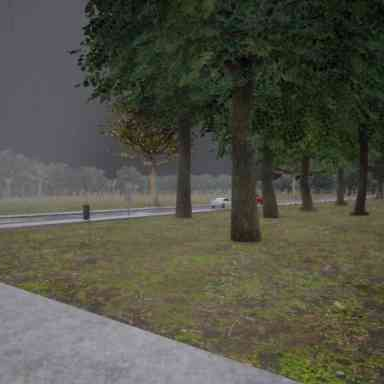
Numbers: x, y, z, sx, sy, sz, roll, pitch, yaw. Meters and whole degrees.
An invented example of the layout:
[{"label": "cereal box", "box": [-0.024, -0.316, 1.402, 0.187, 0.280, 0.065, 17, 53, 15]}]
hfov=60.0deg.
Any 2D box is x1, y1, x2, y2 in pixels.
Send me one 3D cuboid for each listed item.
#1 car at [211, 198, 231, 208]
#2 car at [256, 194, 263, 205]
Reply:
[{"label": "car", "box": [4.455, 1.575, 47.789, 1.812, 1.442, 4.674, 0, 0, 36]}, {"label": "car", "box": [10.227, 1.273, 55.829, 2.150, 2.045, 5.566, 0, 0, 36]}]
